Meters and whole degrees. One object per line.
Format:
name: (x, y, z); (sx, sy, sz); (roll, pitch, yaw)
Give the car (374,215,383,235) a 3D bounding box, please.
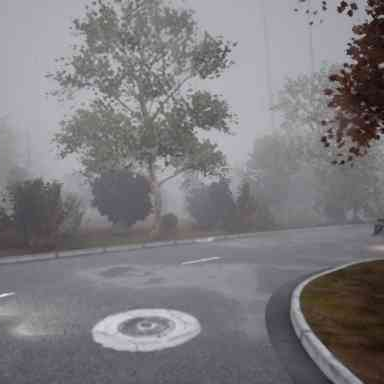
car: (14.885, 2.389, 24.391); (1.837, 1.490, 4.892); (-1, -3, 44)
